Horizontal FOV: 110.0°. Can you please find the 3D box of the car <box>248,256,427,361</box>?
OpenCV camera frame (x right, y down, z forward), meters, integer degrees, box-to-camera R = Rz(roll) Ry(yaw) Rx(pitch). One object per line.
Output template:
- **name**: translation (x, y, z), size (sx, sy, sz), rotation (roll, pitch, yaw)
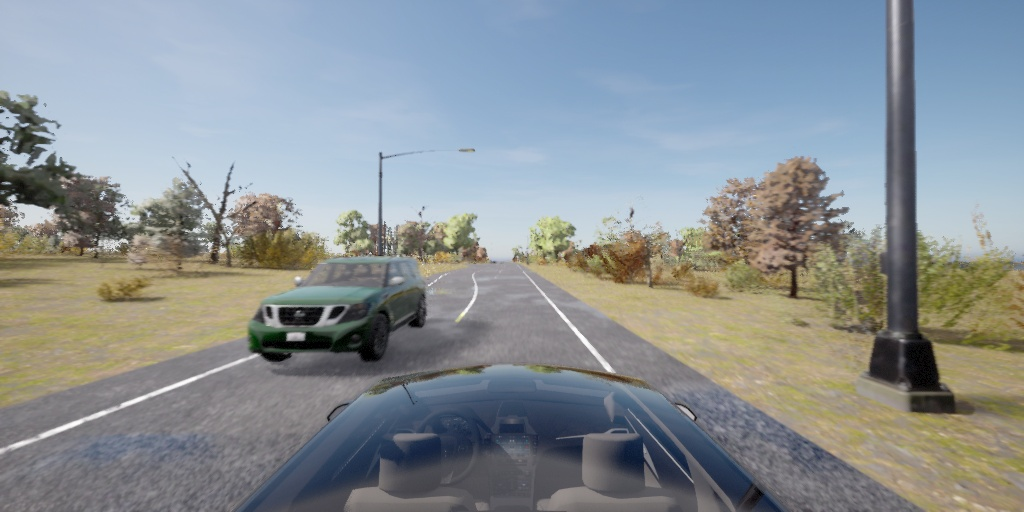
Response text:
- **car**: translation (-3.630, 1.021, 8.772), size (2.150, 2.045, 5.566), rotation (0, 0, 0)
